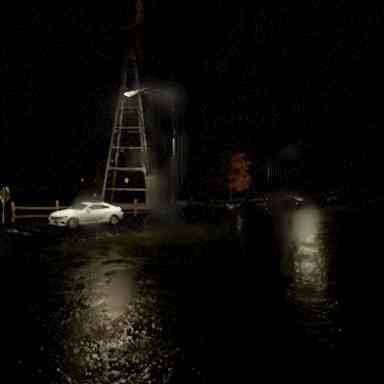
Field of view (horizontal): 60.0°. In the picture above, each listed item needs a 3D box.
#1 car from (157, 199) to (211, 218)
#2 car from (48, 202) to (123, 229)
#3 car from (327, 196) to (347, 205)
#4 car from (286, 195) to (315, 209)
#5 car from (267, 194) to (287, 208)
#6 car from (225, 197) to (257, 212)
[{"bbox_3d":[-0.532,1.340,28.081,2.033,1.411,5.357,1,1,38],"label":"car"},{"bbox_3d":[-6.392,1.349,20.475,1.812,1.442,4.674,1,1,39],"label":"car"},{"bbox_3d":[23.532,1.291,53.948,2.033,1.411,5.357,1,1,40],"label":"car"},{"bbox_3d":[13.986,1.351,41.951,1.994,1.385,4.181,1,1,38],"label":"car"},{"bbox_3d":[11.585,1.082,43.594,2.097,1.767,4.553,2,1,39],"label":"car"},{"bbox_3d":[5.403,1.288,35.757,1.812,1.442,4.674,1,1,38],"label":"car"}]
